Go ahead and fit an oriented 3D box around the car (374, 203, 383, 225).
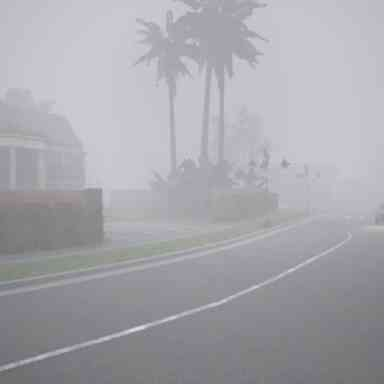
[{"bbox_3d":[13.609,1.415,22.659,2.033,1.411,5.357,-1,0,32],"label":"car"}]
